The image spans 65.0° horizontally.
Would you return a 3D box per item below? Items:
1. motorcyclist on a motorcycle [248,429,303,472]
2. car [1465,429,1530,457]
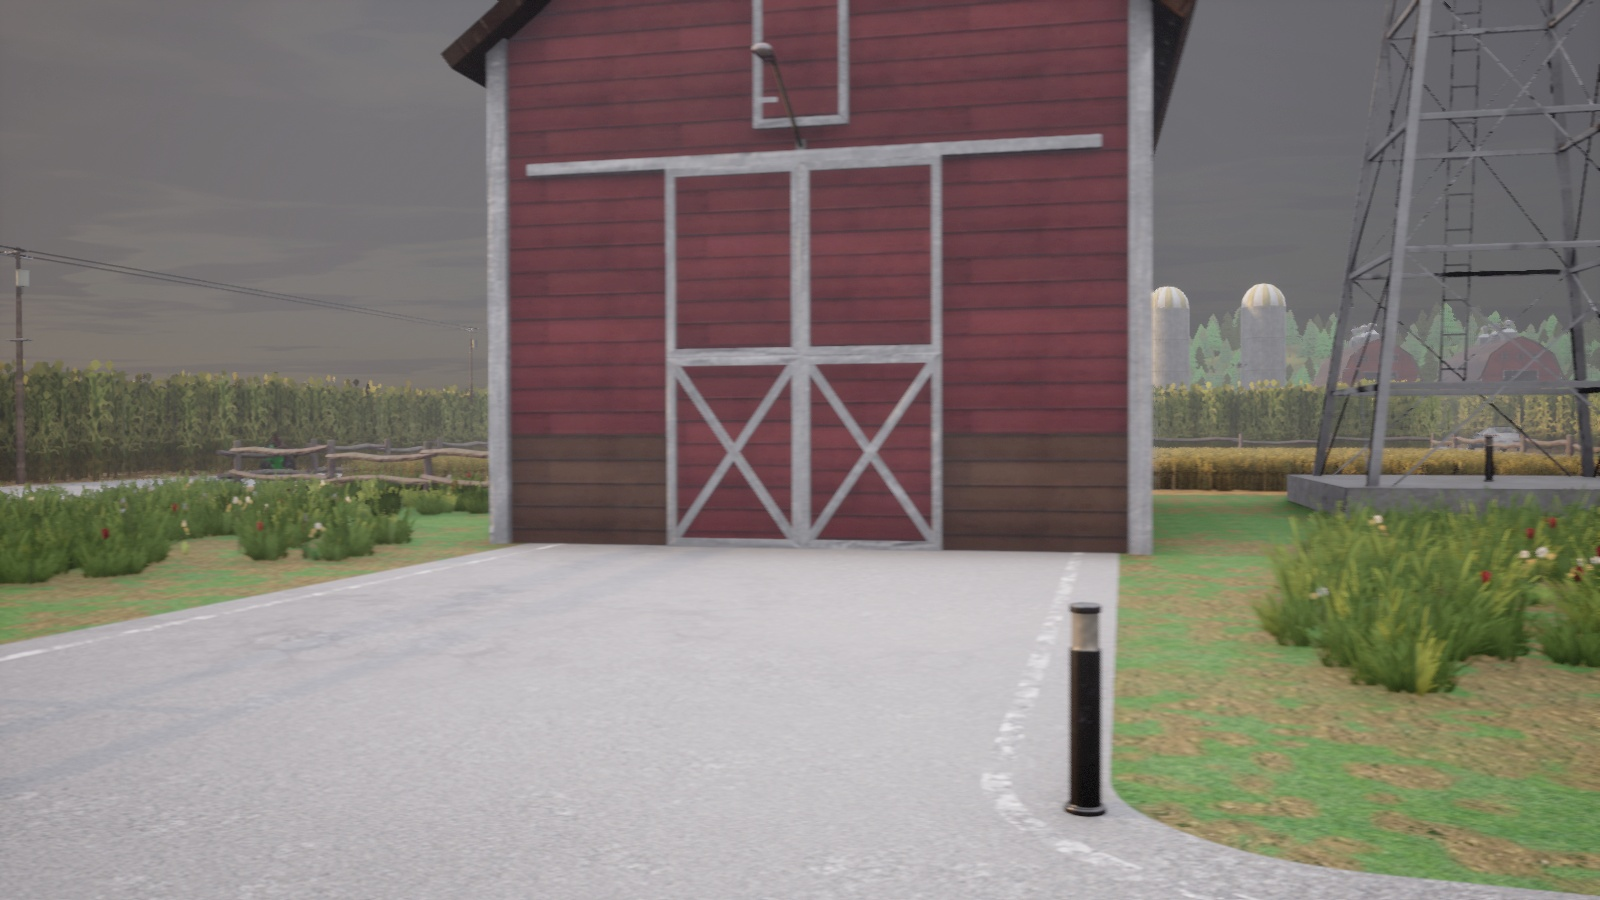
[{"bbox_3d":[-18.956,0.010,45.432,0.797,1.523,2.044,0,1,13],"label":"motorcyclist on a motorcycle"},{"bbox_3d":[42.500,-0.463,76.637,2.152,1.651,5.027,0,1,13],"label":"car"}]
